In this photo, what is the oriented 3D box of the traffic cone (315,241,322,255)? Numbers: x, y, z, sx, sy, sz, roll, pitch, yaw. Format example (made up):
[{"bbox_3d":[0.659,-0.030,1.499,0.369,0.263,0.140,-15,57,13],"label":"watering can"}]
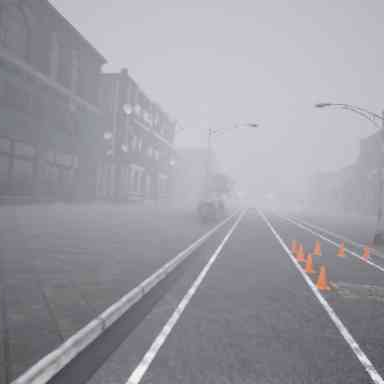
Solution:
[{"bbox_3d":[5.494,2.425,14.540,0.340,0.580,0.340,3,-1,10],"label":"traffic cone"}]

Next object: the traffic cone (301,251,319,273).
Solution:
[{"bbox_3d":[3.807,2.285,10.781,0.340,0.580,0.340,3,-1,10],"label":"traffic cone"}]

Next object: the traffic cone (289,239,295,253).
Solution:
[{"bbox_3d":[4.512,2.372,14.717,0.340,0.580,0.340,3,-1,10],"label":"traffic cone"}]

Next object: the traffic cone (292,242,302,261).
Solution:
[{"bbox_3d":[4.160,2.328,12.749,0.340,0.580,0.340,3,-1,10],"label":"traffic cone"}]

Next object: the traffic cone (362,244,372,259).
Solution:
[{"bbox_3d":[7.460,2.531,14.186,0.340,0.580,0.340,3,-1,10],"label":"traffic cone"}]

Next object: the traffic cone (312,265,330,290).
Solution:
[{"bbox_3d":[3.455,2.243,8.812,0.340,0.580,0.340,3,-1,10],"label":"traffic cone"}]

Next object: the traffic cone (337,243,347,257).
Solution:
[{"bbox_3d":[6.477,2.478,14.363,0.340,0.580,0.340,3,-1,10],"label":"traffic cone"}]

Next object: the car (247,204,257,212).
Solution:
[{"bbox_3d":[12.050,3.156,66.545,2.033,1.411,5.357,3,-1,10],"label":"car"}]
